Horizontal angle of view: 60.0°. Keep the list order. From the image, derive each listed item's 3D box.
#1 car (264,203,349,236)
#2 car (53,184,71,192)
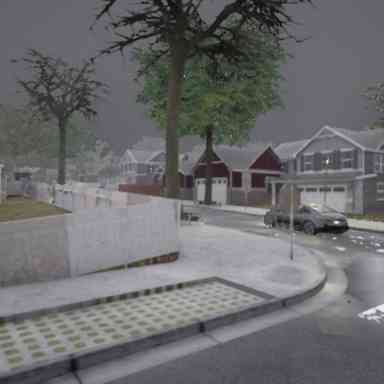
[{"bbox_3d":[5.308,1.189,15.919,1.994,1.385,4.181,1,2,-25],"label":"car"},{"bbox_3d":[-18.283,-0.487,46.910,1.812,1.442,4.674,1,2,-35],"label":"car"}]
